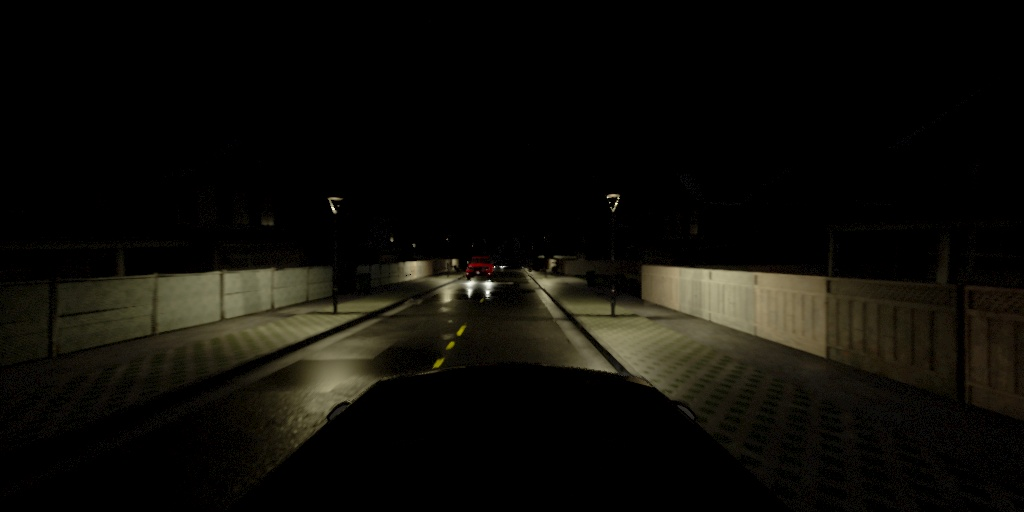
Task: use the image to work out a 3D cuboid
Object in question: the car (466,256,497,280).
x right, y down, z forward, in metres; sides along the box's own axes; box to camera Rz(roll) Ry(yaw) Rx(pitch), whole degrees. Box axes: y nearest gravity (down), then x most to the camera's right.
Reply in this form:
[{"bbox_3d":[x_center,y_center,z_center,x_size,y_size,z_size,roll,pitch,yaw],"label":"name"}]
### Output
[{"bbox_3d":[-2.849,1.061,32.935,2.150,2.045,5.566,0,0,0],"label":"car"}]
